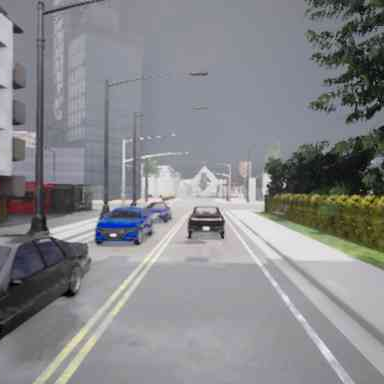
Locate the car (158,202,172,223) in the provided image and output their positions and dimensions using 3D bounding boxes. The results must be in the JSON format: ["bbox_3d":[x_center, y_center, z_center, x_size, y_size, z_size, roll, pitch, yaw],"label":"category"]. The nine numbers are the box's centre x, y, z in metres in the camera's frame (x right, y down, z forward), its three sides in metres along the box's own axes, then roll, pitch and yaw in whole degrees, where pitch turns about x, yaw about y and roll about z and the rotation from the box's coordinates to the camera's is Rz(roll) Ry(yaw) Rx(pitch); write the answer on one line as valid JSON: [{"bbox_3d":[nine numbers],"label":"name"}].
[{"bbox_3d":[-2.603,1.479,25.452,1.812,1.442,4.674,1,0,2],"label":"car"}]

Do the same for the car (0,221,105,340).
[{"bbox_3d":[-3.420,1.511,5.841,2.033,1.411,5.357,1,0,2],"label":"car"}]

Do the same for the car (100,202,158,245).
[{"bbox_3d":[-3.018,1.436,15.660,1.882,1.535,5.008,1,0,2],"label":"car"}]

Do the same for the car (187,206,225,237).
[{"bbox_3d":[0.766,1.482,17.876,2.128,1.511,4.902,1,0,2],"label":"car"}]
